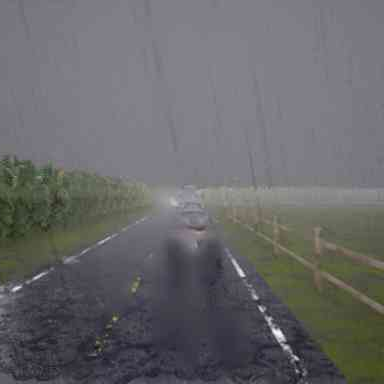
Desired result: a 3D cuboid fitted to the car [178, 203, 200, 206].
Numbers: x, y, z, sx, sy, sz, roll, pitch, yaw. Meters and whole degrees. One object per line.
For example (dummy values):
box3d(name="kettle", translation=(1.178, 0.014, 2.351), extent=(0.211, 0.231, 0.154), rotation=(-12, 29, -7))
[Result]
box3d(name="car", translation=(0.070, 1.635, 28.568), extent=(1.994, 1.385, 4.181), rotation=(0, 0, 0))

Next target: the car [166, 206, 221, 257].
box3d(name="car", translation=(0.068, 1.528, 13.014), extent=(2.128, 1.511, 4.902), rotation=(0, 0, 0))

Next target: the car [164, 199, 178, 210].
box3d(name="car", translation=(-2.837, 1.632, 45.510), extent=(1.812, 1.442, 4.674), rotation=(0, 0, 0))
